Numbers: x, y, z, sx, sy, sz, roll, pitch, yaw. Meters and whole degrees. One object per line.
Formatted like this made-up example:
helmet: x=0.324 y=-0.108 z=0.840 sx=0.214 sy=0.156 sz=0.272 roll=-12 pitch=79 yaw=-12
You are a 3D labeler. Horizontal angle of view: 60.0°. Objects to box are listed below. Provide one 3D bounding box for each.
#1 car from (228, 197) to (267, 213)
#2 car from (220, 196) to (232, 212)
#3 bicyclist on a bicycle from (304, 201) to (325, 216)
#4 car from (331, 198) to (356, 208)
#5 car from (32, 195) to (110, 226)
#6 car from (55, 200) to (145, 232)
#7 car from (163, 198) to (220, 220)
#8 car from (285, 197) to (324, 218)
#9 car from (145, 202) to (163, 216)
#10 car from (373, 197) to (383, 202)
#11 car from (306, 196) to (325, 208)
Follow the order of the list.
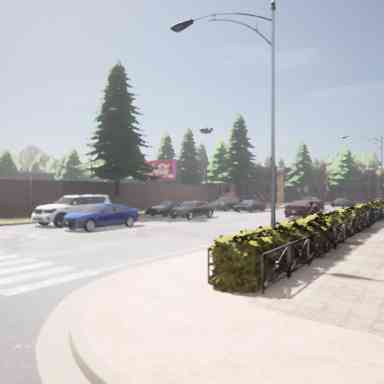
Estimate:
car: x=6.531 y=1.539 z=37.052 sx=2.033 sy=1.411 sz=5.357 roll=0 pitch=0 yaw=36
car: x=3.993 y=1.342 z=39.454 sx=2.097 sy=1.767 sz=4.553 roll=0 pitch=0 yaw=37
bicyclist on a bicycle: x=6.476 y=1.298 z=17.527 sx=1.656 sy=1.620 sz=0.582 roll=0 pitch=0 yaw=36
car: x=22.395 y=1.559 z=49.052 sx=4.181 sy=1.385 sz=1.994 roll=0 pitch=0 yaw=-34
car: x=-8.046 y=1.211 z=23.026 sx=2.150 sy=2.045 sz=5.566 roll=0 pitch=0 yaw=36
car: x=-5.503 y=1.469 z=20.569 sx=1.882 sy=1.535 sz=5.008 roll=0 pitch=0 yaw=36
car: x=0.059 y=1.496 z=28.218 sx=1.837 sy=1.490 sz=4.892 roll=0 pitch=0 yaw=36
car: x=9.857 y=1.473 z=29.488 sx=1.882 sy=1.535 sz=5.008 roll=0 pitch=0 yaw=36
car: x=-2.029 y=1.537 z=31.311 sx=2.033 sy=1.411 sz=5.357 roll=0 pitch=0 yaw=36
car: x=28.395 y=1.487 z=48.490 sx=4.902 sy=1.511 sz=2.128 roll=0 pitch=0 yaw=-31
car: x=15.062 y=1.346 z=42.072 sx=2.097 sy=1.767 sz=4.553 roll=0 pitch=0 yaw=41
